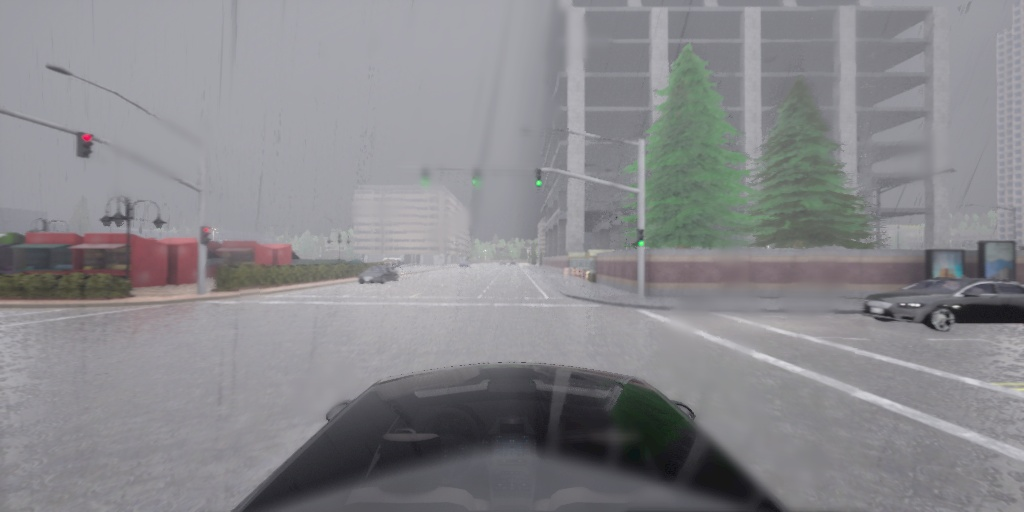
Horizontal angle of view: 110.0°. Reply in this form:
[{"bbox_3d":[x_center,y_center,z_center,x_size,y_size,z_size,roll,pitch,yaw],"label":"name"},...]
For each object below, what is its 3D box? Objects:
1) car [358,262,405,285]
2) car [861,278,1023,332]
[{"bbox_3d":[-10.408,1.472,28.281,2.128,1.511,4.902,0,0,0],"label":"car"},{"bbox_3d":[13.756,1.434,11.087,4.902,1.511,2.128,0,-1,1],"label":"car"}]
